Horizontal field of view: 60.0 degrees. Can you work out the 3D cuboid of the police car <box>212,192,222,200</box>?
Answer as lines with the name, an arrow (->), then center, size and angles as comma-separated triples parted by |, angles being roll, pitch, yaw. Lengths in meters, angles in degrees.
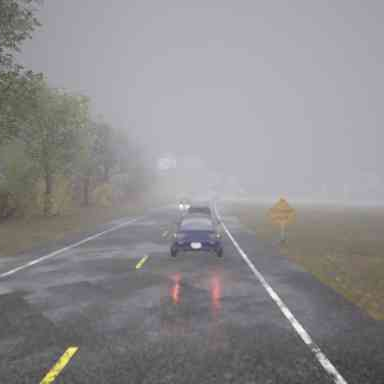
police car -> 6.482, 1.320, 90.334 | 1.930, 1.638, 5.238 | 0, 0, 7

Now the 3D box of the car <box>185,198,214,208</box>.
car -> 0.669, 1.519, 28.564 | 1.882, 1.535, 5.008 | 0, 1, 3

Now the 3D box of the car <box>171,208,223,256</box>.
car -> 0.210, 1.571, 13.169 | 1.812, 1.442, 4.674 | 0, 0, 2

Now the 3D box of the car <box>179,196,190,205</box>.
car -> -1.160, 1.455, 59.087 | 2.128, 1.511, 4.902 | 0, 0, 5

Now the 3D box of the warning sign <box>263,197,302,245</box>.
warning sign -> 3.697, 1.163, 13.658 | 1.300, 1.860, 1.060 | -1, -1, 1
